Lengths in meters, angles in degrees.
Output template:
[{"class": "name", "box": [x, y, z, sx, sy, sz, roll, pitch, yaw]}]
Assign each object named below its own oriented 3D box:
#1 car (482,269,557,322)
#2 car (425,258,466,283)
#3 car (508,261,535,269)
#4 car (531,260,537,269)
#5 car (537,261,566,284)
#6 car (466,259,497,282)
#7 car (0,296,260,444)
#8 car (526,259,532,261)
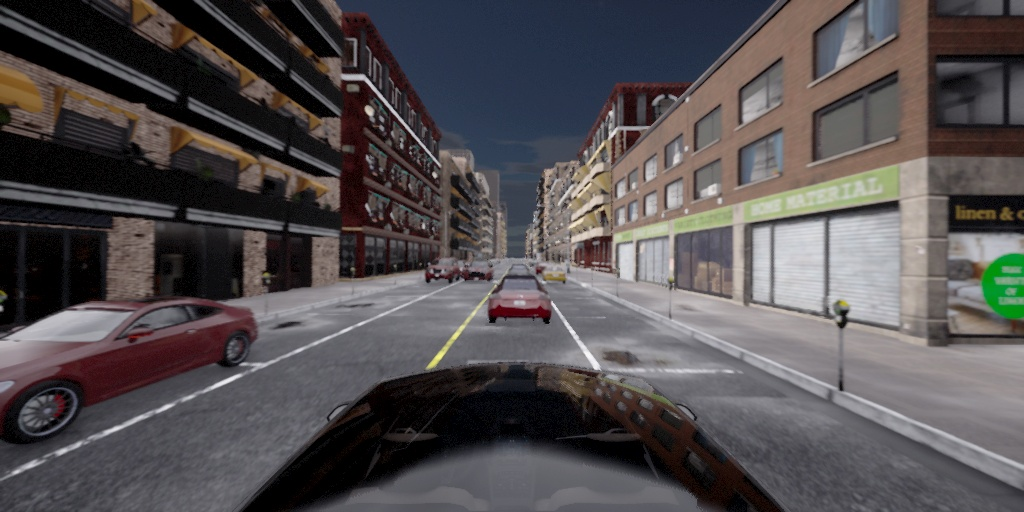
[{"class": "car", "box": [0.262, 1.329, 12.384, 1.994, 1.385, 4.181, 1, 0, 1]}, {"class": "car", "box": [-5.244, 1.048, 27.744, 2.192, 1.841, 5.009, 0, 0, 1]}, {"class": "car", "box": [0.578, 1.350, 28.994, 1.994, 1.385, 4.181, 1, 0, 1]}, {"class": "car", "box": [3.349, 1.366, 38.850, 1.888, 1.381, 4.507, 0, 0, 1]}, {"class": "car", "box": [3.138, 1.333, 27.750, 1.751, 1.417, 4.829, 0, 0, 1]}, {"class": "car", "box": [-2.598, 1.110, 29.058, 2.097, 1.767, 4.553, 1, 0, 1]}, {"class": "car", "box": [-5.673, 1.286, 5.202, 1.802, 1.307, 4.207, 0, 0, 1]}, {"class": "car", "box": [3.778, 1.398, 61.391, 2.007, 1.370, 4.403, 0, 0, 1]}]
